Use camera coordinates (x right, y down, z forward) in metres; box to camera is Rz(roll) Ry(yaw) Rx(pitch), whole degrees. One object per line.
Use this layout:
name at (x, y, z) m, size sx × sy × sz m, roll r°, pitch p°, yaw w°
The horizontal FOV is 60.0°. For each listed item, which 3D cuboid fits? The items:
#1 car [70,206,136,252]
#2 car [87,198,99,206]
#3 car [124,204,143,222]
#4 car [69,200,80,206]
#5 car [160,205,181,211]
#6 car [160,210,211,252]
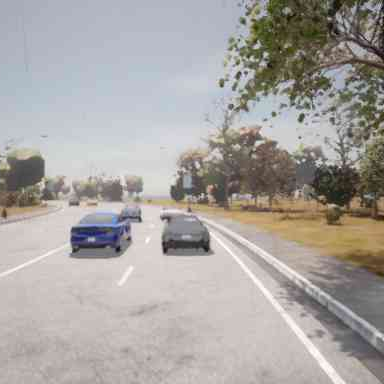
car at (-3.827, 1.607, 14.653) m, size 1.882 × 1.535 × 5.008 m, roll 0°, pitch 0°, yaw -3°
car at (-19.879, 2.031, 66.497) m, size 1.882 × 1.535 × 5.008 m, roll 0°, pitch -1°, yaw -23°
car at (-5.327, 1.801, 29.249) m, size 2.033 × 1.411 × 5.357 m, roll 0°, pitch 0°, yaw -9°
car at (-23.004, 2.118, 64.902) m, size 1.895 × 1.301 × 4.718 m, roll 0°, pitch -1°, yaw -23°
car at (-1.884, 1.861, 29.887) m, size 1.895 × 1.301 × 4.718 m, roll 0°, pitch 0°, yaw -9°
car at (-0.320, 1.693, 14.648) m, size 1.994 × 1.385 × 4.181 m, roll 0°, pitch 0°, yaw -3°
